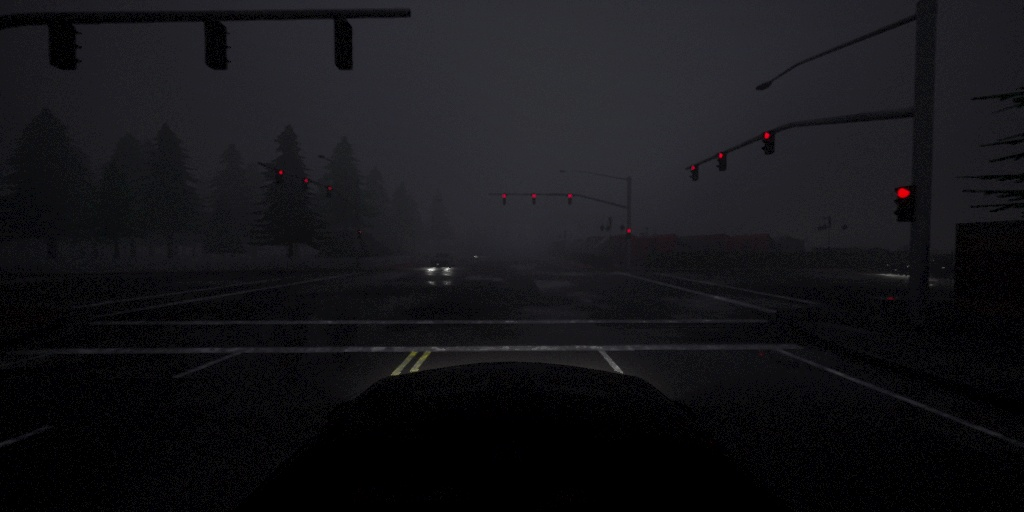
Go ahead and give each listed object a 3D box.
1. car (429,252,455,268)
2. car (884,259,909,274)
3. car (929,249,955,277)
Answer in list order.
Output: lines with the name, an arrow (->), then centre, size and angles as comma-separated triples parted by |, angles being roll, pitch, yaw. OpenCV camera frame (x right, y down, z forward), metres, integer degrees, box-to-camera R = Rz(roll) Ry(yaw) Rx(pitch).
car -> -7.001, 0.418, 36.185 | 1.837, 1.490, 4.892 | 0, 3, 0
car -> 30.155, 0.612, 25.701 | 5.357, 1.411, 2.033 | 0, 2, 0
car -> 29.458, 0.378, 22.189 | 5.566, 2.045, 2.150 | 0, 2, 0
